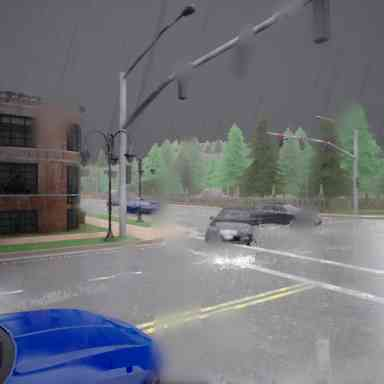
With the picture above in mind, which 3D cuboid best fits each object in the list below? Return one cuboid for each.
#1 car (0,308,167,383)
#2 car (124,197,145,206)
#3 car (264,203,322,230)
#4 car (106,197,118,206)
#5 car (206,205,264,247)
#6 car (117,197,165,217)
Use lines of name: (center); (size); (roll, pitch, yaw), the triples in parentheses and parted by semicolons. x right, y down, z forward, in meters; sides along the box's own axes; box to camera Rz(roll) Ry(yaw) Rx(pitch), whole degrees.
car: (-2.486, 1.478, 1.968); (5.008, 1.535, 1.882); (0, 0, -36)
car: (-9.813, 1.526, 56.679); (1.812, 1.442, 4.674); (0, 0, -35)
car: (5.986, 1.505, 21.541); (1.837, 1.490, 4.892); (0, 0, -35)
car: (-12.611, 1.564, 54.573); (1.994, 1.385, 4.181); (0, 0, -35)
car: (1.994, 1.492, 15.286); (2.128, 1.511, 4.902); (1, 0, 14)
car: (-4.836, 1.477, 30.918); (1.882, 1.535, 5.008); (0, 0, -35)
